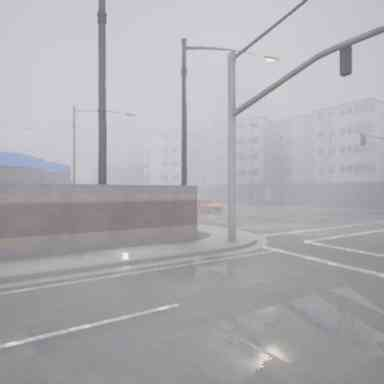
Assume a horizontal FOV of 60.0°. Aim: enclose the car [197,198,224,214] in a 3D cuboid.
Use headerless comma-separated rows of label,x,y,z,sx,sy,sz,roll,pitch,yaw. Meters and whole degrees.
car,1.138,1.425,34.296,1.882,1.535,5.008,0,0,-39
